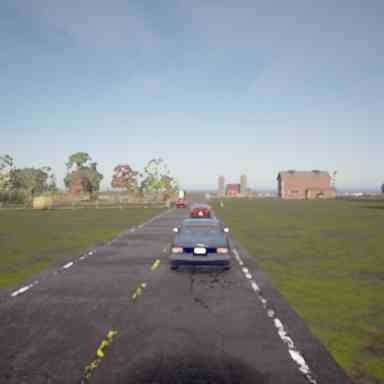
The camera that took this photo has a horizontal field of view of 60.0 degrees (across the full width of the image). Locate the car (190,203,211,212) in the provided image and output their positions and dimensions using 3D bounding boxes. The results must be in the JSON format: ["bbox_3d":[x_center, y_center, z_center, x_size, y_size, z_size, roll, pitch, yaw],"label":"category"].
[{"bbox_3d":[0.808,1.728,31.040,1.812,1.442,4.674,0,0,2],"label":"car"}]

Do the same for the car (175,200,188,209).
[{"bbox_3d":[-1.585,1.928,51.852,1.895,1.301,4.718,0,0,2],"label":"car"}]

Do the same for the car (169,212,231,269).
[{"bbox_3d":[0.293,1.625,11.388,2.033,1.411,5.357,0,0,2],"label":"car"}]
